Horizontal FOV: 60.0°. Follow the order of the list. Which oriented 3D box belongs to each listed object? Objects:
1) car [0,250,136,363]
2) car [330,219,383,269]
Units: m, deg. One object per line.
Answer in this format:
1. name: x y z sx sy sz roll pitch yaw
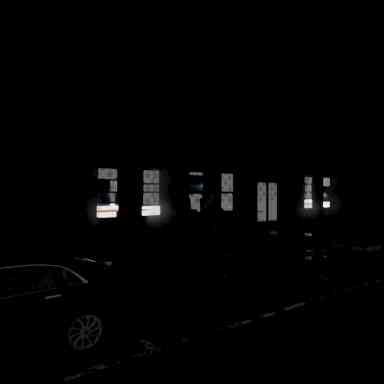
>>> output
1. car: -2.931 1.551 4.468 4.403 1.369 2.008 0 0 -35
2. car: 6.345 1.582 11.068 4.206 1.307 1.802 0 0 -35
